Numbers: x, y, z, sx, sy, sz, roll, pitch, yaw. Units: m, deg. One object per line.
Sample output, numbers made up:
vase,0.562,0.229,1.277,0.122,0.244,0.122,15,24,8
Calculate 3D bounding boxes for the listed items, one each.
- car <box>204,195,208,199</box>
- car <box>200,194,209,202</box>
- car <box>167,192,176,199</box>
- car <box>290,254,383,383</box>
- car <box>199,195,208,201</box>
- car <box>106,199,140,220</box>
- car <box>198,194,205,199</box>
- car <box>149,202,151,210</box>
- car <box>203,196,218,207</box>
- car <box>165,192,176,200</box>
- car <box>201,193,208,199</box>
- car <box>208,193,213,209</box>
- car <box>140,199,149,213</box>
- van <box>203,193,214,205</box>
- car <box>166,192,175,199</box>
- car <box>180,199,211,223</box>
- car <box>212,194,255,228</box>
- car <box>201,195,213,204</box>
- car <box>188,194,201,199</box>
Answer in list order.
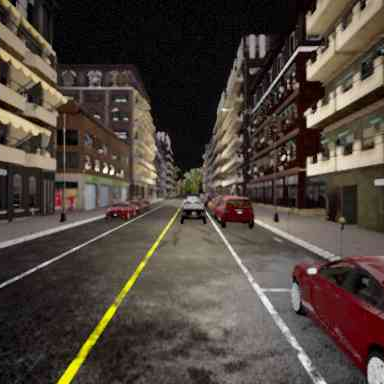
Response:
car,2.693,1.378,38.155,1.752,1.417,4.829,1,0,0
car,2.686,1.251,71.582,1.752,1.417,4.829,1,0,0
car,-5.696,0.958,93.734,2.192,1.841,5.009,1,0,0
car,2.699,1.526,4.559,1.887,1.381,4.507,1,0,0
car,2.684,1.287,76.984,1.802,1.307,4.206,1,0,0
car,-5.686,1.440,26.882,1.887,1.381,4.507,1,0,0
car,2.680,1.225,93.697,1.802,1.307,4.206,1,0,0
car,-5.689,1.435,38.024,1.802,1.307,4.206,1,0,0
car,2.690,1.355,49.128,1.887,1.381,4.507,1,0,0
car,-5.697,1.251,82.593,1.947,1.339,4.313,1,0,0
car,2.695,1.147,43.556,2.192,1.841,5.009,1,0,0
car,2.698,1.210,26.842,2.192,1.841,5.009,1,0,0
car,-5.687,1.456,32.452,1.802,1.307,4.206,1,0,0
van,2.692,1.131,54.698,1.690,1.788,3.998,1,0,0
car,-5.694,0.979,88.162,2.192,1.841,5.009,1,0,0
car,0.095,1.451,24.531,2.033,1.411,5.357,0,0,0
car,2.699,1.232,21.272,2.192,1.841,5.009,1,0,0
car,2.688,1.319,60.270,2.008,1.369,4.403,1,0,0
car,0.090,1.350,45.489,1.812,1.442,4.674,0,0,0
